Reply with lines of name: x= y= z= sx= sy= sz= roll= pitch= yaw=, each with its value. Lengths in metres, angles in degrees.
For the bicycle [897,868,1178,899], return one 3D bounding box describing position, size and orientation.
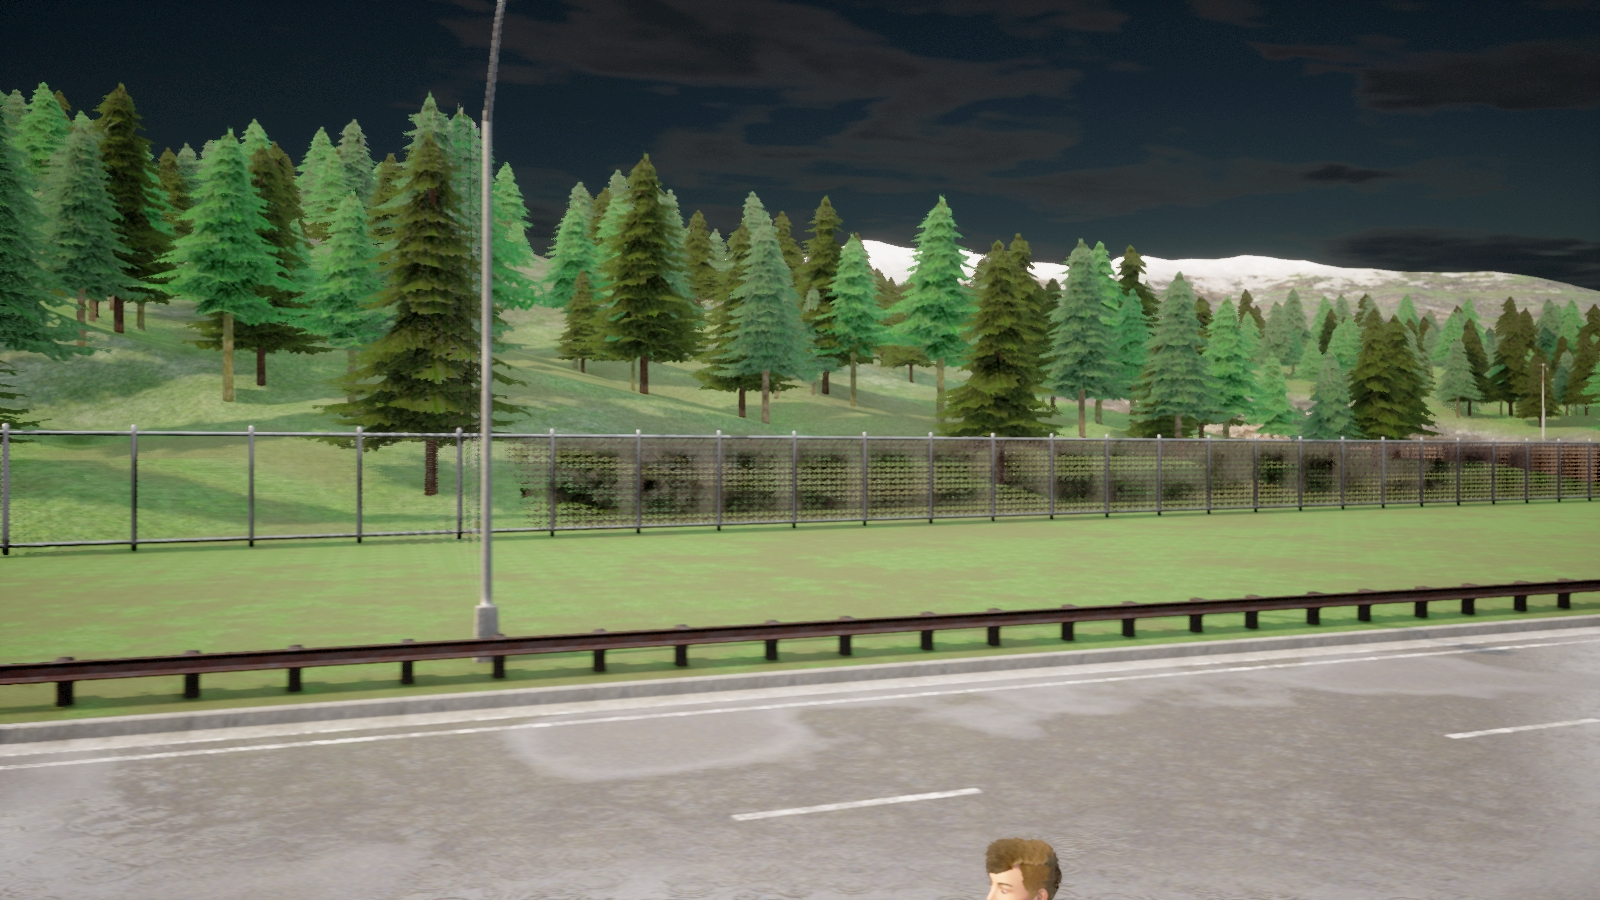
bicycle: x=0.616 y=2.160 z=3.511 sx=1.487 sy=1.277 sz=0.859 roll=0 pitch=0 yaw=-20
